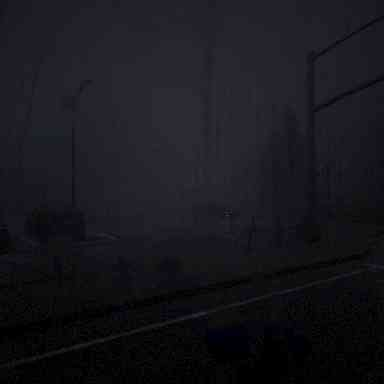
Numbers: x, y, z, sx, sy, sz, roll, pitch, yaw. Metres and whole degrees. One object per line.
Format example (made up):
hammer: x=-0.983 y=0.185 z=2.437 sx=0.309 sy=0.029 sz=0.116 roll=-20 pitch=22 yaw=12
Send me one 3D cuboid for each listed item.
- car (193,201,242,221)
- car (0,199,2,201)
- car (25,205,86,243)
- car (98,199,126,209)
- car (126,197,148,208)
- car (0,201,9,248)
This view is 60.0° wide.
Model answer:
car: x=2.044 y=1.503 z=27.705 sx=1.837 sy=1.490 sz=4.892 roll=0 pitch=0 yaw=-36
car: x=-21.577 y=1.374 z=36.432 sx=1.845 sy=1.501 sz=3.633 roll=0 pitch=0 yaw=-36
car: x=-6.351 y=1.339 z=15.315 sx=2.007 sy=1.523 sz=4.514 roll=0 pitch=0 yaw=-36
car: x=-11.278 y=1.600 z=45.958 sx=1.895 sy=1.301 sz=4.718 roll=0 pitch=0 yaw=-36
car: x=-8.053 y=1.477 z=47.555 sx=1.882 sy=1.535 sz=5.008 roll=0 pitch=0 yaw=-36
car: x=-8.865 y=1.330 z=13.439 sx=2.152 sy=1.636 sz=5.027 roll=0 pitch=0 yaw=-36
